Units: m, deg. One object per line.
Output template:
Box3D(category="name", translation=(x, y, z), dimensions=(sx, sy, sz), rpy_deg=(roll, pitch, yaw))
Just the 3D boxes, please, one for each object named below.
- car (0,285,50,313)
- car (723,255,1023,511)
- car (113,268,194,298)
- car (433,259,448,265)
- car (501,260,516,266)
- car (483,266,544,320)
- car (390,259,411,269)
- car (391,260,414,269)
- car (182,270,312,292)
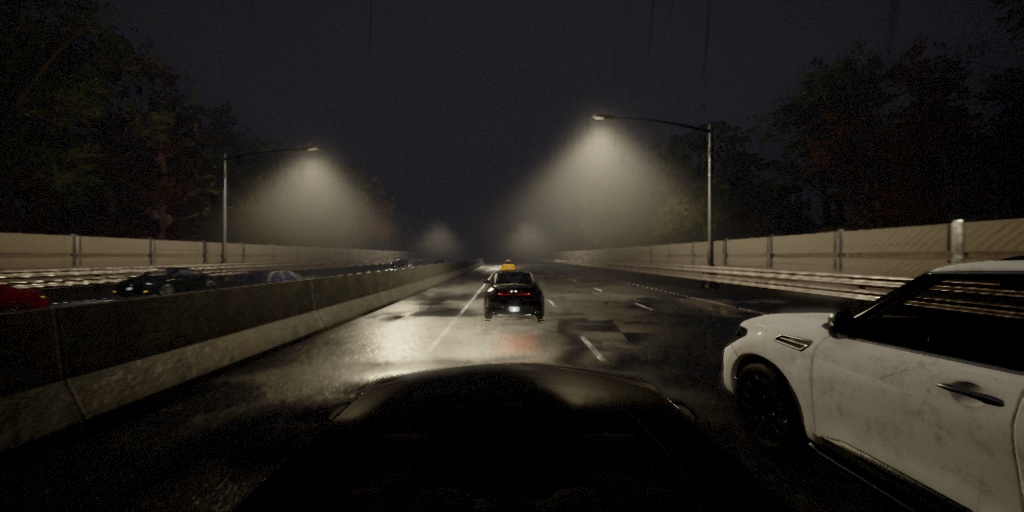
Box3D(category="car", translation=(-14.120, 1.281, 8.279), dimensions=(1.812, 1.442, 4.674), rpy_deg=(0, 0, 0))
Box3D(category="car", translation=(3.595, 0.971, 1.901), dimensions=(2.150, 2.045, 5.566), rpy_deg=(0, 0, 0))
Box3D(category="car", translation=(-17.690, 1.321, 18.559), dimensions=(1.994, 1.385, 4.181), rpy_deg=(0, 0, -1))
Box3D(category="car", translation=(-11.444, 1.271, 57.653), dimensions=(1.837, 1.490, 4.892), rpy_deg=(0, 0, -1))
Box3D(category="car", translation=(-0.422, 1.222, 44.278), dimensions=(1.801, 1.575, 5.366), rpy_deg=(0, 0, -1))
Box3D(category="car", translation=(0.057, 1.259, 12.560), dimensions=(1.837, 1.490, 4.892), rpy_deg=(0, 0, 0))
Box3D(category="car", translation=(-18.496, 1.313, 59.807), dimensions=(2.033, 1.411, 5.357), rpy_deg=(0, 0, -1))
Box3D(category="car", translation=(-14.727, 1.269, 49.121), dimensions=(1.837, 1.490, 4.892), rpy_deg=(0, 0, -1))
Box3D(category="car", translation=(-10.660, 1.304, 15.431), dimensions=(2.033, 1.411, 5.357), rpy_deg=(0, 0, 0))
